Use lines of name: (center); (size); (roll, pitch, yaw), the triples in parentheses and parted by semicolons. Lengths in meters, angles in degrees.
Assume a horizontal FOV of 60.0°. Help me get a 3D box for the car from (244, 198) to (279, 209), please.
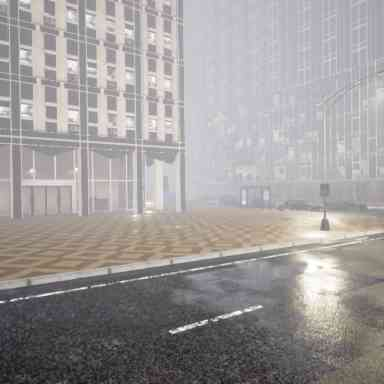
car: (8.833, 1.386, 40.870); (1.802, 1.307, 4.206); (-1, 1, -34)

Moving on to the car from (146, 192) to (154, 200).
car: (-10.387, 1.038, 69.036); (2.008, 1.369, 4.403); (0, 1, -34)

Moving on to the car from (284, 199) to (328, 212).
car: (12.038, 1.422, 36.174); (1.947, 1.339, 4.313); (-1, 1, -34)

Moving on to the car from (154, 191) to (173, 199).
car: (-6.699, 0.613, 78.462); (2.192, 1.841, 5.009); (0, 1, -34)

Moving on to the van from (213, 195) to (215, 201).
van: (6.176, 0.853, 59.725); (1.690, 1.788, 3.998); (-1, 1, -34)

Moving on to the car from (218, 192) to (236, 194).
car: (6.224, 1.036, 49.429); (2.097, 1.767, 4.553); (-1, 1, -34)

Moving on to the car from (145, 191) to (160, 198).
car: (-9.918, 0.684, 83.148); (1.967, 1.590, 4.097); (0, 1, -34)

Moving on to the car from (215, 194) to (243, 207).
car: (5.662, 1.318, 45.587); (1.947, 1.339, 4.313); (-1, 1, -34)

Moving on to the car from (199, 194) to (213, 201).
car: (2.958, 1.041, 64.413); (1.802, 1.307, 4.206); (-1, 1, -34)

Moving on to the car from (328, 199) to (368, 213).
car: (16.129, 1.406, 35.007); (1.994, 1.385, 4.181); (-1, 1, -35)

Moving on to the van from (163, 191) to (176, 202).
van: (-3.949, 0.936, 59.666); (1.690, 1.788, 3.998); (0, 1, -34)
